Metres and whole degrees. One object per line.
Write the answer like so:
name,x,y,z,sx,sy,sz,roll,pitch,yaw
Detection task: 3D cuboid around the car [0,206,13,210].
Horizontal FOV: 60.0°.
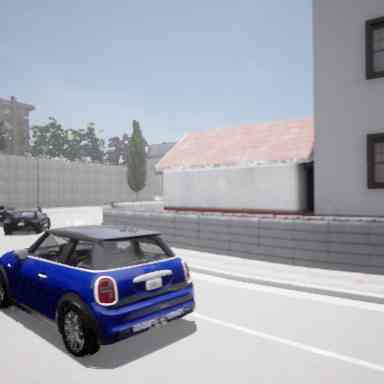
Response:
car,-15.786,1.904,27.879,1.837,1.490,4.892,-1,0,-14

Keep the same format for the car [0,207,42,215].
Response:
car,-10.325,1.850,21.169,1.994,1.385,4.181,0,-1,-13

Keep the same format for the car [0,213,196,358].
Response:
car,-2.125,1.429,6.462,4.553,1.767,2.097,-1,-1,43
